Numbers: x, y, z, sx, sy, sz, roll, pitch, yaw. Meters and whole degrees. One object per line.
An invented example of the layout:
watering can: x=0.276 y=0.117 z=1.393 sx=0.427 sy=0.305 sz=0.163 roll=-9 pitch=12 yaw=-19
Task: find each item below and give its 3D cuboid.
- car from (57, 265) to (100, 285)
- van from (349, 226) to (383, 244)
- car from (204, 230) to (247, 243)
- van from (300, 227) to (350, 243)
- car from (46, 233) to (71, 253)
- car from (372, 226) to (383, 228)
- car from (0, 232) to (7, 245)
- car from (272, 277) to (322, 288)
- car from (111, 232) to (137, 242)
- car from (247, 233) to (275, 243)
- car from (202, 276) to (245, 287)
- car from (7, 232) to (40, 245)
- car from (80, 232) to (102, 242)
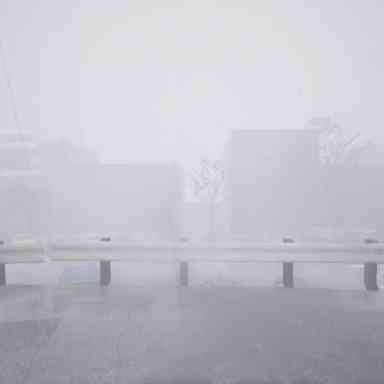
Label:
car: x=-4.389 y=4.411 z=13.122 sx=2.435 sy=2.045 sz=5.566 roll=0 pitch=1 yaw=-18
van: x=14.466 y=4.234 z=29.683 sx=1.878 sy=1.987 sz=4.442 roll=0 pitch=0 yaw=-18
car: x=2.667 y=4.334 z=29.937 sx=2.185 sy=1.767 sz=4.553 roll=0 pitch=0 yaw=-18
van: x=11.508 y=4.234 z=29.768 sx=1.878 sy=1.987 sz=4.442 roll=0 pitch=0 yaw=-18
car: x=-12.110 y=4.456 z=30.325 sx=2.097 sy=1.535 sz=5.008 roll=0 pitch=0 yaw=-18
car: x=17.478 y=4.208 z=29.467 sx=2.435 sy=2.045 sz=5.566 roll=0 pitch=0 yaw=-18
car: x=-18.037 y=4.455 z=30.490 sx=2.097 sy=1.535 sz=5.008 roll=0 pitch=0 yaw=-18
car: x=4.665 y=4.537 z=12.934 sx=2.185 sy=1.767 sz=4.553 roll=0 pitch=1 yaw=-18
car: x=-6.182 y=4.487 z=30.134 sx=2.163 sy=1.488 sz=4.792 roll=0 pitch=0 yaw=-18
car: x=5.639 y=4.461 z=29.823 sx=2.231 sy=1.521 sz=4.892 roll=0 pitch=0 yaw=-19
car: x=1.636 y=4.536 z=13.012 sx=2.185 sy=1.767 sz=4.553 roll=0 pitch=2 yaw=-18
car: x=-15.137 y=4.453 z=30.581 sx=1.946 sy=1.575 sz=5.366 roll=0 pitch=0 yaw=-18
car: x=-9.222 y=4.455 z=30.413 sx=1.946 sy=1.575 sz=5.366 roll=0 pitch=0 yaw=-18
